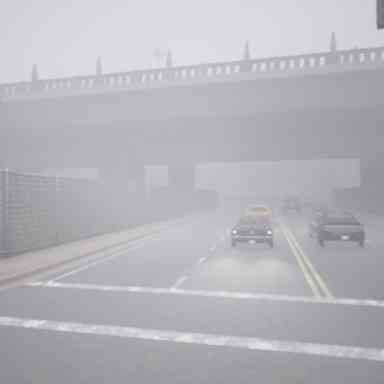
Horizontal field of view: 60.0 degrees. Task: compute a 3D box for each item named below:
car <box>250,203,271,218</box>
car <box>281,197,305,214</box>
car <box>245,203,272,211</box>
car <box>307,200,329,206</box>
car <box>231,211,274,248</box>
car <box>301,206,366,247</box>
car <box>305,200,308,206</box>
[{"bbox_3d":[7.555,1.939,36.500,2.033,1.411,5.357,-1,-1,13],"label":"car"},{"bbox_3d":[12.416,1.622,41.649,2.150,2.045,5.566,-1,-1,13],"label":"car"},{"bbox_3d":[5.258,1.772,26.270,1.882,1.535,5.008,-1,-1,13],"label":"car"},{"bbox_3d":[16.015,1.956,41.454,1.895,1.301,4.718,-1,-1,13],"label":"car"},{"bbox_3d":[2.991,1.798,16.111,1.895,1.301,4.718,-1,-1,13],"label":"car"},{"bbox_3d":[6.716,1.642,15.807,2.128,1.511,4.902,-1,-1,13],"label":"car"},{"bbox_3d":[18.205,1.927,51.323,1.882,1.535,5.008,-1,-1,13],"label":"car"}]
